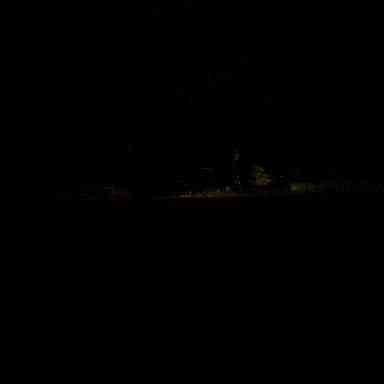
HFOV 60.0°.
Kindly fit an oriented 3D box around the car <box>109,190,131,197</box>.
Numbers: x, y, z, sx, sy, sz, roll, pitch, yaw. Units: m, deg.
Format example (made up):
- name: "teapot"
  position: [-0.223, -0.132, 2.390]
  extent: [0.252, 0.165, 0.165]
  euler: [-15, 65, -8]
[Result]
- name: "car"
  position: [-15.302, 0.313, 70.805]
  extent: [1.882, 1.535, 5.008]
  euler: [-2, 0, 36]
